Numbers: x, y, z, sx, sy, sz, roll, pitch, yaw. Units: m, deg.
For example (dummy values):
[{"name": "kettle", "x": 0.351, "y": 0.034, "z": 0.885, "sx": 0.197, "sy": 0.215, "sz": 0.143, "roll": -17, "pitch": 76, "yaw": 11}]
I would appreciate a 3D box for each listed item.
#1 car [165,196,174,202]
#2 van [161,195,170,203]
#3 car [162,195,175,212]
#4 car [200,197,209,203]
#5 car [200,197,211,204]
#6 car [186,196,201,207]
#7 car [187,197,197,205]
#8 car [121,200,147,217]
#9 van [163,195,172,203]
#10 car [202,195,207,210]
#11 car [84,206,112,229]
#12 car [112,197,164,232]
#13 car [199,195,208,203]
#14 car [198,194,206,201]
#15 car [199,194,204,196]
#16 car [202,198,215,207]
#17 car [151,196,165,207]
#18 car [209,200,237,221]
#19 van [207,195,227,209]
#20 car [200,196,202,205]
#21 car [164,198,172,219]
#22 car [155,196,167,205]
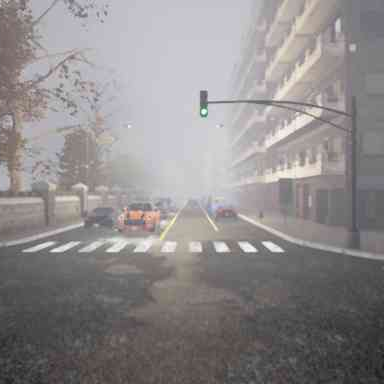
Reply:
[{"name": "car", "x": -5.700, "y": 1.760, "z": 83.873, "sx": 2.008, "sy": 1.369, "sz": 4.403, "roll": 0, "pitch": 0, "yaw": 0}, {"name": "van", "x": -5.698, "y": 1.510, "z": 72.614, "sx": 1.690, "sy": 1.788, "sz": 3.998, "roll": 0, "pitch": 0, "yaw": 0}, {"name": "car", "x": -3.099, "y": 1.426, "z": 39.404, "sx": 2.097, "sy": 1.767, "sz": 4.553, "roll": 0, "pitch": 0, "yaw": 0}, {"name": "car", "x": 2.682, "y": 1.714, "z": 72.615, "sx": 1.887, "sy": 1.381, "sz": 4.507, "roll": 0, "pitch": 0, "yaw": 0}, {"name": "car", "x": 2.683, "y": 1.701, "z": 66.985, "sx": 2.008, "sy": 1.369, "sz": 4.403, "roll": 0, "pitch": 0, "yaw": 0}, {"name": "car", "x": 0.096, "y": 1.672, "z": 52.274, "sx": 1.994, "sy": 1.385, "sz": 4.181, "roll": 0, "pitch": 0, "yaw": 0}, {"name": "car", "x": 0.059, "y": 1.662, "z": 62.258, "sx": 1.812, "sy": 1.442, "sz": 4.674, "roll": 0, "pitch": 0, "yaw": 0}, {"name": "car", "x": -5.692, "y": 1.585, "z": 33.033, "sx": 1.752, "sy": 1.417, "sz": 4.829, "roll": 0, "pitch": 0, "yaw": 0}, {"name": "van", "x": -5.698, "y": 1.529, "z": 78.244, "sx": 1.690, "sy": 1.788, "sz": 3.998, "roll": 0, "pitch": 0, "yaw": 0}, {"name": "car", "x": 2.687, "y": 1.527, "z": 44.465, "sx": 1.967, "sy": 1.590, "sz": 4.097, "roll": 0, "pitch": 0, "yaw": 0}, {"name": "car", "x": -5.691, "y": 1.602, "z": 21.942, "sx": 1.947, "sy": 1.339, "sz": 4.313, "roll": 0, "pitch": 0, "yaw": 0}, {"name": "car", "x": -3.103, "y": 1.385, "z": 20.198, "sx": 2.097, "sy": 1.767, "sz": 4.553, "roll": 0, "pitch": 0, "yaw": 0}, {"name": "car", "x": 2.682, "y": 1.629, "z": 78.244, "sx": 1.967, "sy": 1.590, "sz": 4.097, "roll": 0, "pitch": 0, "yaw": 0}, {"name": "car", "x": 2.680, "y": 1.547, "z": 89.505, "sx": 2.192, "sy": 1.841, "sz": 5.009, "roll": 0, "pitch": 0, "yaw": 0}, {"name": "car", "x": 2.685, "y": 1.449, "z": 61.355, "sx": 2.192, "sy": 1.841, "sz": 5.009, "roll": 0, "pitch": 0, "yaw": 0}, {"name": "car", "x": 2.685, "y": 1.662, "z": 55.724, "sx": 1.887, "sy": 1.381, "sz": 4.507, "roll": 0, "pitch": 0, "yaw": 0}, {"name": "car", "x": -5.695, "y": 1.557, "z": 55.724, "sx": 1.967, "sy": 1.590, "sz": 4.097, "roll": 0, "pitch": 0, "yaw": 0}, {"name": "car", "x": 2.689, "y": 1.593, "z": 27.573, "sx": 1.887, "sy": 1.381, "sz": 4.507, "roll": 0, "pitch": 0, "yaw": 0}, {"name": "van", "x": 2.689, "y": 1.401, "z": 33.204, "sx": 1.690, "sy": 1.788, "sz": 3.998, "roll": 0, "pitch": 0, "yaw": 0}, {"name": "car", "x": 2.685, "y": 1.653, "z": 50.094, "sx": 2.008, "sy": 1.369, "sz": 4.403, "roll": 0, "pitch": 0, "yaw": 0}, {"name": "car", "x": -3.102, "y": 1.556, "z": 29.394, "sx": 1.837, "sy": 1.490, "sz": 4.892, "roll": 0, "pitch": 0, "yaw": 0}, {"name": "car", "x": -5.696, "y": 1.574, "z": 61.354, "sx": 1.967, "sy": 1.590, "sz": 4.097, "roll": 0, "pitch": 0, "yaw": 0}]
